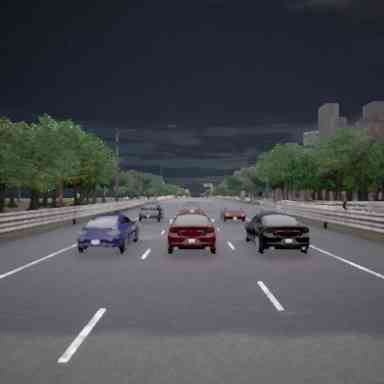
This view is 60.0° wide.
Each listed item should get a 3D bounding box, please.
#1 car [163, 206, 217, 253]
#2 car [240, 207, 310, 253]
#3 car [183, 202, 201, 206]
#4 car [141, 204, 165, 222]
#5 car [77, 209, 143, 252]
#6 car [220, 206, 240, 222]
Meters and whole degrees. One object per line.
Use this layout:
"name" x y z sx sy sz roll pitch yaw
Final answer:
"car" 0.003 1.616 14.463 1.882 1.535 5.008 0 0 0
"car" 3.503 1.616 14.469 1.882 1.535 5.008 0 0 0
"car" -0.007 1.620 29.081 2.097 1.767 4.553 0 -1 0
"car" -3.505 1.764 29.296 2.128 1.511 4.902 0 0 0
"car" -3.498 1.663 14.394 1.812 1.442 4.674 0 0 0
"car" 3.493 1.871 29.108 1.895 1.301 4.718 0 0 0
